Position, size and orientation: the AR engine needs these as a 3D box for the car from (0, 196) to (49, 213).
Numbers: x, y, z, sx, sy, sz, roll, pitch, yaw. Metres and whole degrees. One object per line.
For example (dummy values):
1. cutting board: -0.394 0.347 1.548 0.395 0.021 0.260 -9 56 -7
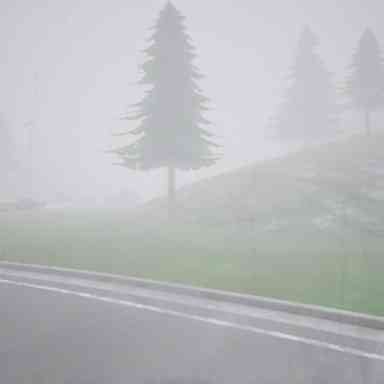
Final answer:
1. car: -16.679 1.294 32.100 1.895 1.301 4.718 0 1 26

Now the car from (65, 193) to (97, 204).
1. car: -16.027 1.042 49.107 1.994 1.385 4.181 0 1 27

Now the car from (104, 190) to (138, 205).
1. car: -9.714 0.700 46.124 2.150 2.045 5.566 0 1 27

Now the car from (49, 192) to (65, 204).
1. car: -19.960 0.852 49.060 2.097 1.767 4.553 0 1 27
